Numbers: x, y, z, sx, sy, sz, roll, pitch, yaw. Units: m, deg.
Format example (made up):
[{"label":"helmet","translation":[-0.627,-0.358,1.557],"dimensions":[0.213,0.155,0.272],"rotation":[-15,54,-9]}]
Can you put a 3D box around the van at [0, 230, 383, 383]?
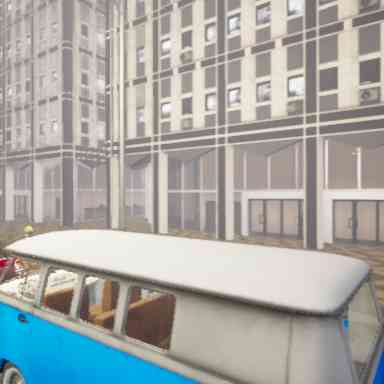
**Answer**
[{"label":"van","translation":[-0.365,1.341,3.139],"dimensions":[3.998,1.788,1.690],"rotation":[0,0,35]}]
